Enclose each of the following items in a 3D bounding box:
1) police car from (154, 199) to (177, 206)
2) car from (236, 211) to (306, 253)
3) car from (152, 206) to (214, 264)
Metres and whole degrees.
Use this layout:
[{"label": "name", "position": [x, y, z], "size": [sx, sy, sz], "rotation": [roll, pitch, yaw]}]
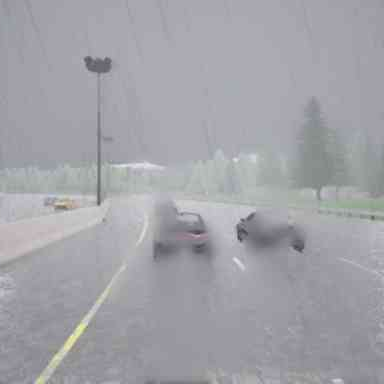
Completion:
[{"label": "police car", "position": [-2.443, 1.429, 30.791], "size": [2.038, 1.542, 4.974], "rotation": [0, 0, -9]}, {"label": "car", "position": [3.032, 1.480, 13.451], "size": [1.812, 1.442, 4.674], "rotation": [0, 0, -4]}, {"label": "car", "position": [-0.363, 1.461, 11.748], "size": [2.128, 1.511, 4.902], "rotation": [0, 0, -3]}]
